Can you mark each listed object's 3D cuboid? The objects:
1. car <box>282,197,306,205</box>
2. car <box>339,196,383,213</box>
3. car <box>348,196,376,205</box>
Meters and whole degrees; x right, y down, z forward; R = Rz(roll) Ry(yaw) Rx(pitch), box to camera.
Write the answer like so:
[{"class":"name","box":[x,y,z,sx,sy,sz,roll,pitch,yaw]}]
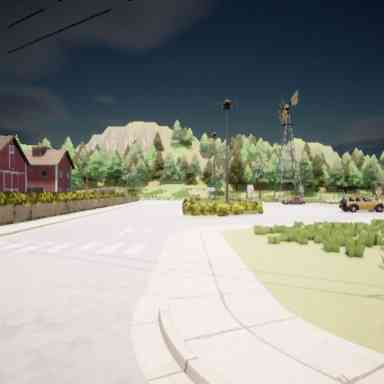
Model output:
[{"class":"car","box":[18.066,1.603,59.197,3.905,1.438,1.784,0,0,-1]},{"class":"car","box":[18.719,1.336,36.727,4.605,1.855,1.932,0,0,-1]},{"class":"car","box":[30.903,1.553,60.662,4.193,1.474,1.816,0,0,-1]}]
